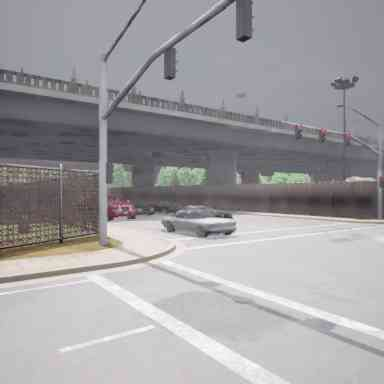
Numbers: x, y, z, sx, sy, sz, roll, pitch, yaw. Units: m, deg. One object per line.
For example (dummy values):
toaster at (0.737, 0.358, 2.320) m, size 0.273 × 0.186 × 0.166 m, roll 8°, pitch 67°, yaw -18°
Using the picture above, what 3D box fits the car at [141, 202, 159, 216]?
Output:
car at (-5.309, 1.620, 31.906) m, size 1.994 × 1.385 × 4.181 m, roll 0°, pitch 0°, yaw -36°

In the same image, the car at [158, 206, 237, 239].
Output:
car at (0.281, 1.656, 18.070) m, size 1.895 × 1.301 × 4.718 m, roll 0°, pitch 0°, yaw -36°

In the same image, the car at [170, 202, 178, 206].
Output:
car at (0.717, 1.656, 23.479) m, size 1.895 × 1.301 × 4.718 m, roll 0°, pitch 0°, yaw -36°

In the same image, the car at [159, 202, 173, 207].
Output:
car at (-2.867, 1.656, 34.855) m, size 1.895 × 1.301 × 4.718 m, roll 0°, pitch 0°, yaw -36°

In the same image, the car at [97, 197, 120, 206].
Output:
car at (-14.441, 1.603, 57.060) m, size 2.033 × 1.411 × 5.357 m, roll 0°, pitch 0°, yaw -36°

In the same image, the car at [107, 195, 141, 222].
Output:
car at (-6.674, 1.280, 27.798) m, size 2.150 × 2.045 × 5.566 m, roll 0°, pitch 0°, yaw -36°
